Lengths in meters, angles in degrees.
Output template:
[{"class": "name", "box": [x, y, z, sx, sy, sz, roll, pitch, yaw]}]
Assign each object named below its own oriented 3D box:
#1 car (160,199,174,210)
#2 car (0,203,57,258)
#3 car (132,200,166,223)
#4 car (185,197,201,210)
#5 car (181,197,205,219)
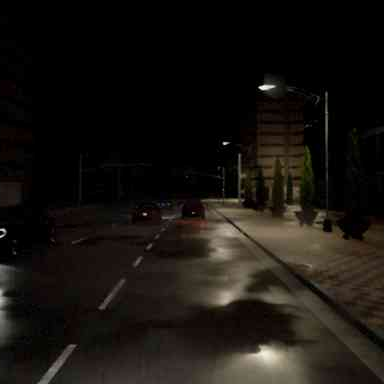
[{"class": "car", "box": [-3.355, 1.524, 41.638, 2.033, 1.411, 5.357, 0, 0, 0]}, {"class": "car", "box": [-7.023, 1.343, 12.737, 2.097, 1.767, 4.553, 0, 0, 1]}, {"class": "car", "box": [-3.352, 1.550, 25.590, 1.994, 1.385, 4.181, 0, 0, -1]}, {"class": "car", "box": [0.160, 1.454, 43.691, 1.882, 1.535, 5.008, 0, 0, 1]}, {"class": "car", "box": [0.101, 1.462, 28.480, 1.882, 1.535, 5.008, 0, 0, 1]}]
